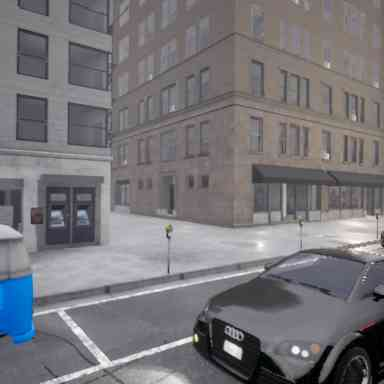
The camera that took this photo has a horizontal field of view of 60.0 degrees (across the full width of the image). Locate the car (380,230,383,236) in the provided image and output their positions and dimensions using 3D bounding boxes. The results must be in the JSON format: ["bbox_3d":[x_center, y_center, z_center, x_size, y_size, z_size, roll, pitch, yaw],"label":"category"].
[{"bbox_3d":[9.375,1.598,13.458,4.313,1.339,1.947,0,0,-36],"label":"car"}]

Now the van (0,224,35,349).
[{"bbox_3d":[-4.004,1.340,3.894,3.998,1.788,1.690,0,1,-36],"label":"van"}]

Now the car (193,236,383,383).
[{"bbox_3d":[2.075,1.572,4.862,4.181,1.385,1.994,0,0,-36],"label":"car"}]
